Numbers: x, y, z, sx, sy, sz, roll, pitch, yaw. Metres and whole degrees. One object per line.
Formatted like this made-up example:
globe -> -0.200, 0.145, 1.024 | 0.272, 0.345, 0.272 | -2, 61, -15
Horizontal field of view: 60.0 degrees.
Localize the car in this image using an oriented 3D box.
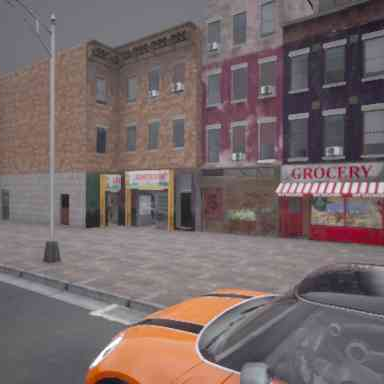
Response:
car -> 1.268, 1.351, 2.376 | 4.553, 1.767, 2.097 | 0, 0, 35
